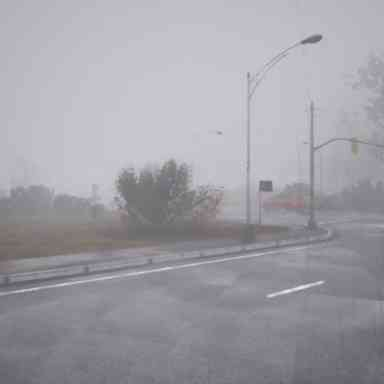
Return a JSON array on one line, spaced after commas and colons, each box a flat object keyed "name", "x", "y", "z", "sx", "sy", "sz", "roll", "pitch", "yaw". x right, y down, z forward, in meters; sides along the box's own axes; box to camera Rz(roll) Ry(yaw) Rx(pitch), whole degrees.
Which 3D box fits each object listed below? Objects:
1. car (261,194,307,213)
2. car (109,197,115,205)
[{"name": "car", "x": 10.597, "y": 1.245, "z": 38.727, "sx": 2.150, "sy": 2.045, "sz": 5.566, "roll": 0, "pitch": 0, "yaw": -39}, {"name": "car", "x": -12.357, "y": 1.544, "z": 56.149, "sx": 1.837, "sy": 1.490, "sz": 4.892, "roll": 0, "pitch": -1, "yaw": -38}]
